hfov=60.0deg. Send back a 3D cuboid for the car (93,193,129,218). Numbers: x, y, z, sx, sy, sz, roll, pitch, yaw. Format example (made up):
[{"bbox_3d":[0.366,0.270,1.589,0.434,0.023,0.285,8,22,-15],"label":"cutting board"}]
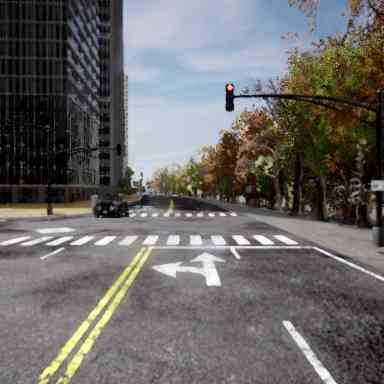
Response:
[{"bbox_3d":[-6.968,1.188,29.148,2.150,2.045,5.566,0,1,-2],"label":"car"}]

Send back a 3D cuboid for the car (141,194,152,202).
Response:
[{"bbox_3d":[-8.759,1.166,64.359,1.882,1.535,5.008,0,1,-4],"label":"car"}]
